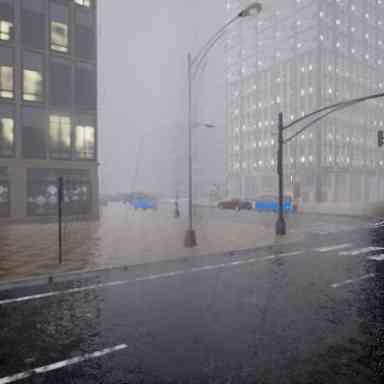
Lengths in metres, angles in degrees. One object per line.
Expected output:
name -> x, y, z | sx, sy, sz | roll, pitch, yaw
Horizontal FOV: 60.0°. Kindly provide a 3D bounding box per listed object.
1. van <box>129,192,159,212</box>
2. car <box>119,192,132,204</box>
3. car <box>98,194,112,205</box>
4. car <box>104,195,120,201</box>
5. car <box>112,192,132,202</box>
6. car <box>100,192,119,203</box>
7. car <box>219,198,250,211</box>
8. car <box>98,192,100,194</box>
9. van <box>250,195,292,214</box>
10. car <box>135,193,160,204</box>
van -> -5.194, 1.227, 37.544 | 1.690, 1.788, 3.998 | 0, 0, -34
car -> -9.245, 0.991, 53.731 | 2.150, 2.045, 5.566 | -1, 1, -34
car -> -14.506, 1.373, 51.308 | 1.947, 1.339, 4.313 | 0, 0, -34
car -> -16.877, 1.231, 69.769 | 1.947, 1.339, 4.313 | 0, 0, -34
car -> -13.774, 1.007, 65.179 | 2.192, 1.841, 5.009 | 0, 0, -34
car -> -15.101, 1.197, 62.335 | 1.882, 1.535, 5.008 | -1, 1, -34
car -> 4.869, 1.394, 37.669 | 1.887, 1.381, 4.507 | 0, 0, -34
car -> -19.981, 0.953, 74.355 | 2.192, 1.841, 5.009 | 0, 0, -34
van -> 8.047, 1.215, 33.132 | 1.690, 1.788, 3.998 | 0, 0, -34
car -> -7.565, 1.060, 56.003 | 2.192, 1.841, 5.009 | 0, 0, -34
